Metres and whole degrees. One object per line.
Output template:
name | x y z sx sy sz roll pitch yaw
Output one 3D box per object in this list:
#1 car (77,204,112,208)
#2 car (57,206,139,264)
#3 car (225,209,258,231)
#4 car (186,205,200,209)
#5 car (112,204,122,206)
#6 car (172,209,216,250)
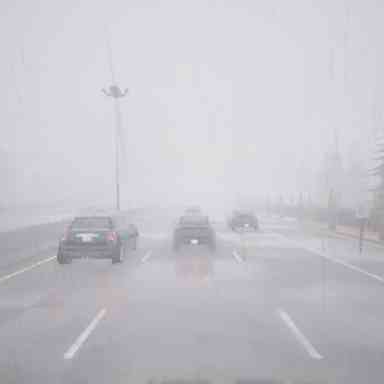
car | -10.529 2.272 35.473 2.033 1.411 5.357 0 -1 1
car | -3.401 1.597 12.909 2.097 1.767 4.553 0 -1 0
car | 3.597 1.994 24.354 1.837 1.490 4.892 0 -1 0
car | 0.096 2.263 37.022 1.837 1.490 4.892 0 -1 0
car | -14.007 2.828 60.881 1.895 1.301 4.718 0 0 0
car | 0.099 1.818 16.022 1.837 1.490 4.892 0 -1 0
